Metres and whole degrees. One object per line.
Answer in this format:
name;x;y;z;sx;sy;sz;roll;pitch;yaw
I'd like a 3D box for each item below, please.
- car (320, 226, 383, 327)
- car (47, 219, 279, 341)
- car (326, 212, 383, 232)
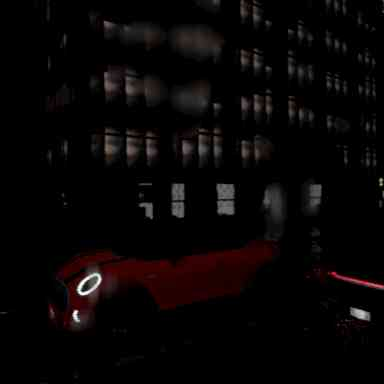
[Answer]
car;4.410;1.524;6.057;4.902;1.511;2.128;0;0;-33
car;-0.421;1.398;6.718;4.553;1.767;2.097;0;0;-33
car;8.054;1.632;15.385;4.507;1.381;1.887;0;-1;-33
